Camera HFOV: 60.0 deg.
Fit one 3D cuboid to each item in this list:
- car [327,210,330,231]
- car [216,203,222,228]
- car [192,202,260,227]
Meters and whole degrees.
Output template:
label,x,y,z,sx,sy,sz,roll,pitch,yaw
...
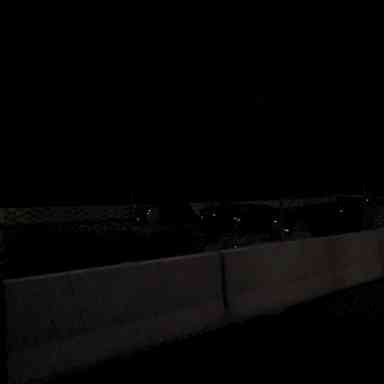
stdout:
label,x,y,z,sx,sy,sz,roll,pitch,yaw
car,6.468,1.616,18.280,4.718,1.301,1.895,0,0,-41
car,3.733,1.497,20.558,5.008,1.535,1.882,0,0,-41
car,2.558,1.516,24.181,4.902,1.511,2.128,0,0,-42
